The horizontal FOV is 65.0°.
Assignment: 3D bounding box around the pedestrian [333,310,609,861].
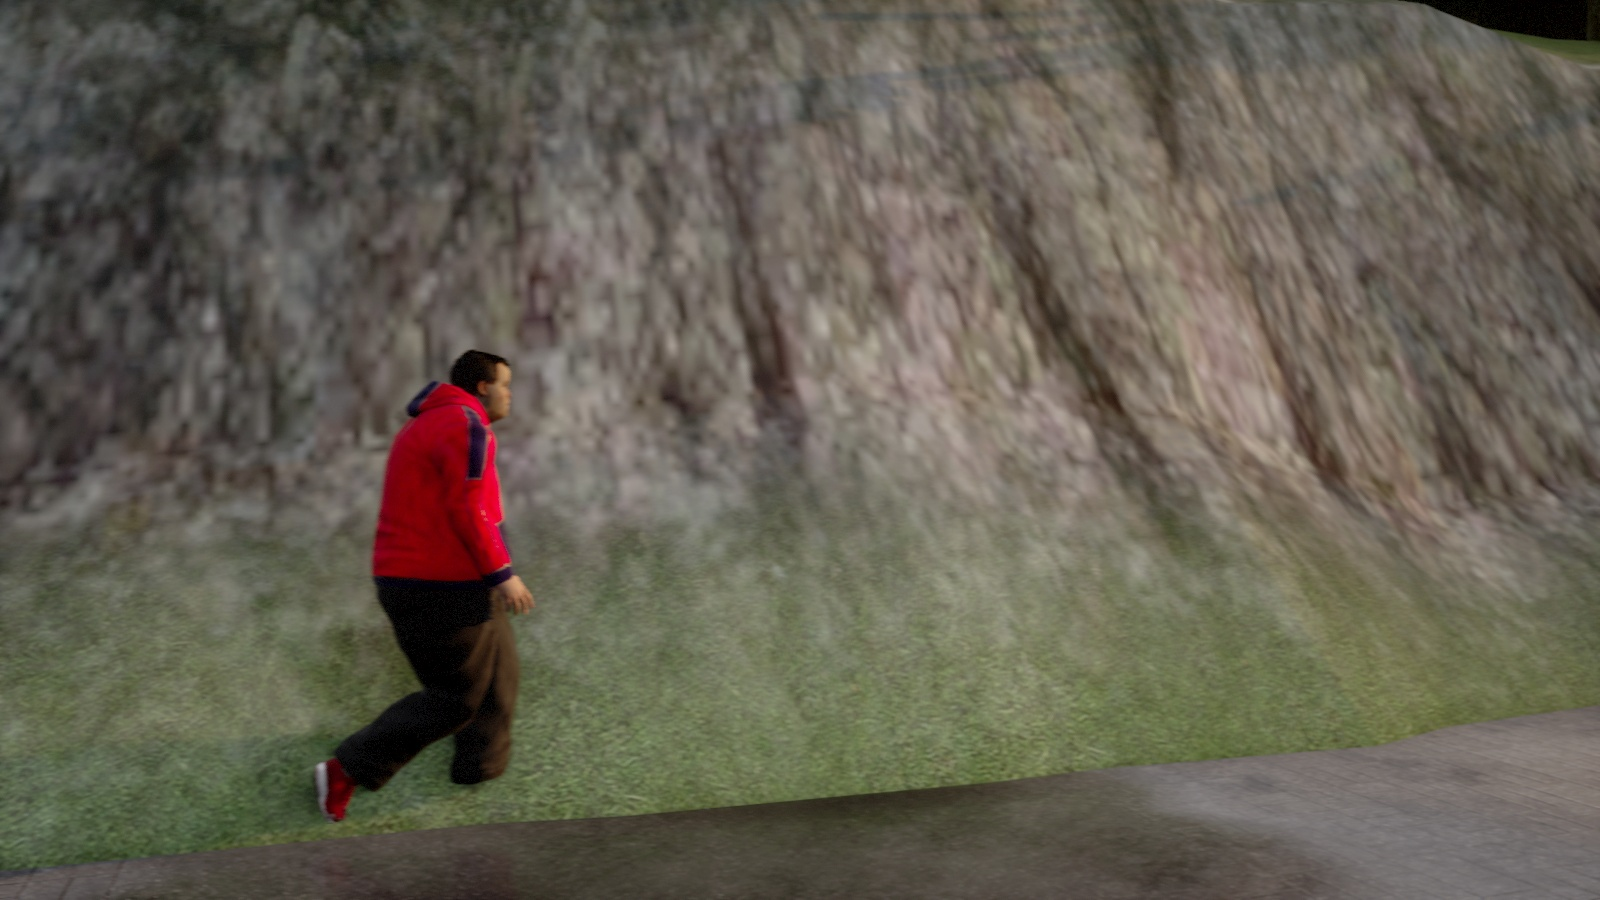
[{"bbox_3d":[-1.232,0.446,4.648,0.899,1.844,0.634,-1,1,-21],"label":"pedestrian"}]
